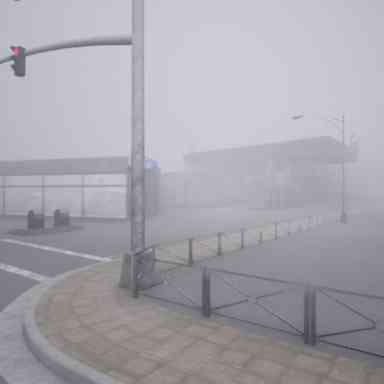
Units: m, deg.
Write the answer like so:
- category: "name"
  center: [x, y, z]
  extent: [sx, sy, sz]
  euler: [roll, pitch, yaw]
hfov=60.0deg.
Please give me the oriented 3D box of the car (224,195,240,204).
- category: "car"
  center: [7.253, 1.487, 62.951]
  extent: [2.242, 1.667, 4.611]
  euler: [0, 0, 36]
